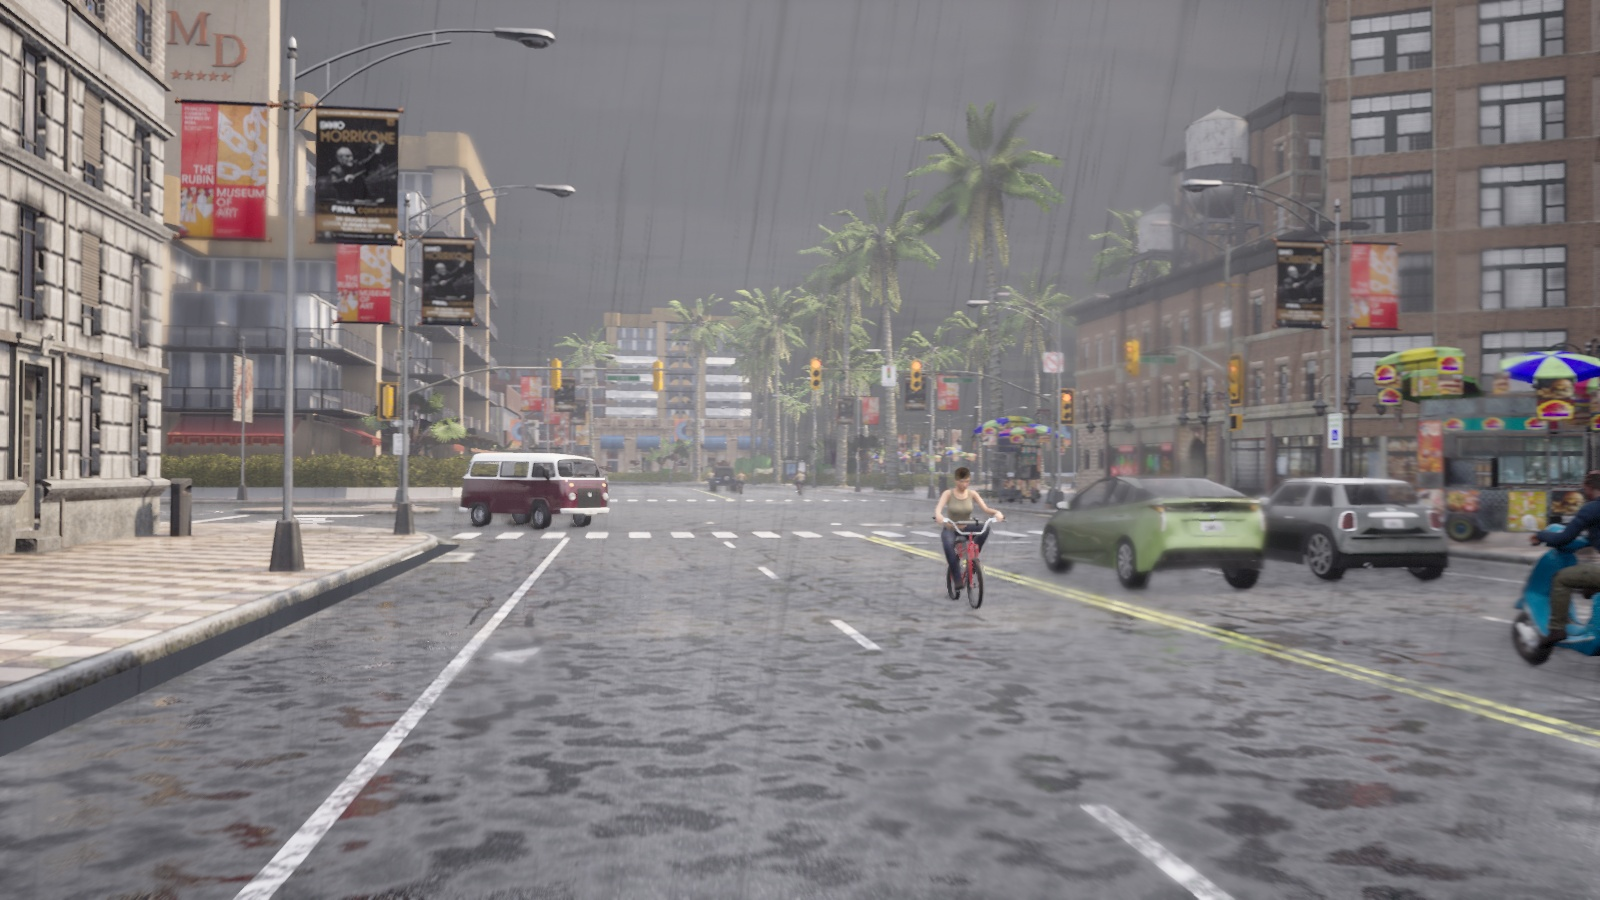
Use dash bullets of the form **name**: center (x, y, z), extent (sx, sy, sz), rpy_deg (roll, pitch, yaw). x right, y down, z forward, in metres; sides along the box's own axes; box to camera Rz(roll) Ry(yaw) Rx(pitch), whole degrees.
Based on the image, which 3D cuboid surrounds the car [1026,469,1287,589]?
- **car**: center (4.997, 1.044, 18.363), extent (2.007, 1.525, 4.514), rpy_deg (0, -1, -8)

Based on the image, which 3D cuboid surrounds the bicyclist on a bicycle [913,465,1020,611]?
- **bicyclist on a bicycle**: center (1.915, 0.988, 14.684), extent (0.866, 1.612, 1.509), rpy_deg (0, -1, -8)

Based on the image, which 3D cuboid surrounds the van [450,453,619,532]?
- **van**: center (-7.336, 1.153, 34.542), extent (4.480, 2.038, 2.069), rpy_deg (-1, -2, 37)

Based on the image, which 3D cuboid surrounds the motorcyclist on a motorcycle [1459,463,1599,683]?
- **motorcyclist on a motorcycle**: center (6.125, 0.901, 9.760), extent (0.866, 1.590, 1.817), rpy_deg (0, -1, -8)

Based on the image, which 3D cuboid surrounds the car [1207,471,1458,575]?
- **car**: center (8.259, 1.072, 19.901), extent (1.970, 1.475, 3.806), rpy_deg (0, -1, -8)

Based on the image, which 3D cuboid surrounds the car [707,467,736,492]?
- **car**: center (-6.082, 2.266, 97.010), extent (1.905, 1.878, 3.866), rpy_deg (0, -1, -8)
